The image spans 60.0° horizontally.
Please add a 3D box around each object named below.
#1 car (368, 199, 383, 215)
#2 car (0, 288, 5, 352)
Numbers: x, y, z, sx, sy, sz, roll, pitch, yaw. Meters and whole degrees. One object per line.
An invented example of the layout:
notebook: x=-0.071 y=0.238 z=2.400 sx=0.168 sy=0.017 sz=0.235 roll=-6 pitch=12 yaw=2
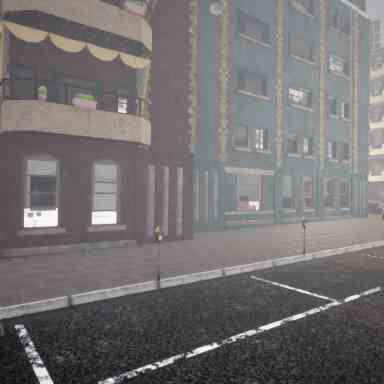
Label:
car: x=16.142 y=1.241 z=32.640 sx=2.192 sy=1.841 sz=5.009 roll=1 pitch=0 yaw=-36
car: x=-4.195 y=1.566 z=3.097 sx=4.313 sy=1.339 sz=1.947 roll=0 pitch=1 yaw=-35
